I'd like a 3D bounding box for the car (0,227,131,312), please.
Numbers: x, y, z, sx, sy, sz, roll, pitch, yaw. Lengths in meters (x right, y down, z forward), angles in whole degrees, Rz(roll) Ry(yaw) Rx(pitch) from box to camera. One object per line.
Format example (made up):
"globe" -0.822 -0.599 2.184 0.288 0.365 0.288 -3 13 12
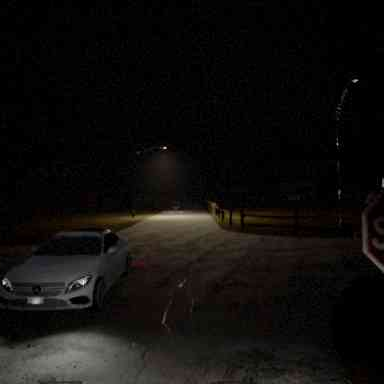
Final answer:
"car" -2.697 1.647 8.095 1.812 1.442 4.674 0 -1 0

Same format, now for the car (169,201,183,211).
"car" -2.440 2.190 51.224 1.812 1.442 4.674 0 -1 0
